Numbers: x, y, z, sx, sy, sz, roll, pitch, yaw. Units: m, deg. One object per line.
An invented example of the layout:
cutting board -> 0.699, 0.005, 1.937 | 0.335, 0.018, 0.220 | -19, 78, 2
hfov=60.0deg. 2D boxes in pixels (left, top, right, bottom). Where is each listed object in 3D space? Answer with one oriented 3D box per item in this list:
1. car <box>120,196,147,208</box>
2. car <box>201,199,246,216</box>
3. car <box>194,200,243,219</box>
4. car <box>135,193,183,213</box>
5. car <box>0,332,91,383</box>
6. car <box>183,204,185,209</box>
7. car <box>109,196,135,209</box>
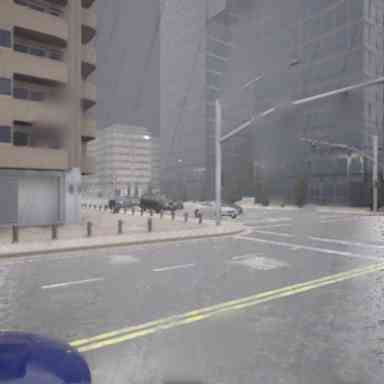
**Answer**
car -> -8.768, 1.455, 49.569 | 2.128, 1.511, 4.902 | 0, 0, -35
car -> 2.983, 1.489, 32.869 | 1.812, 1.442, 4.674 | 0, 0, -36
car -> 1.935, 1.486, 28.308 | 1.812, 1.442, 4.674 | 0, 0, -35
car -> -3.682, 1.182, 36.187 | 2.150, 2.045, 5.566 | 0, 0, -36
car -> -2.878, 1.525, 1.701 | 4.674, 1.442, 1.812 | 0, 0, -36
car -> -2.806, 1.468, 41.029 | 1.837, 1.490, 4.892 | 0, 0, -35
car -> -9.411, 1.312, 44.367 | 2.097, 1.767, 4.553 | 0, 0, -35
